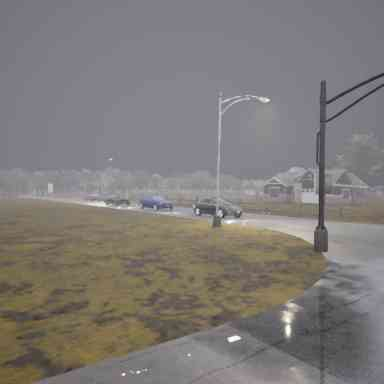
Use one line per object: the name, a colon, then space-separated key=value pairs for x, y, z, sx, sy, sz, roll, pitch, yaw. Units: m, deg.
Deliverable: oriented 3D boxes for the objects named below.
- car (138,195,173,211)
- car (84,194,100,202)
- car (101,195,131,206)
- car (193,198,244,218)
car: x=-3.792 y=1.084 z=34.581 sx=1.882 sy=1.535 sz=5.008 roll=2 pitch=0 yaw=-36
car: x=-18.249 y=1.008 z=61.105 sx=2.033 sy=1.411 sz=5.357 roll=2 pitch=-1 yaw=-35
car: x=-9.582 y=1.109 z=42.734 sx=1.895 sy=1.301 sz=4.718 roll=2 pitch=-1 yaw=-35
car: x=2.004 y=1.227 z=26.434 sx=1.837 sy=1.490 sz=4.892 roll=2 pitch=0 yaw=-35
